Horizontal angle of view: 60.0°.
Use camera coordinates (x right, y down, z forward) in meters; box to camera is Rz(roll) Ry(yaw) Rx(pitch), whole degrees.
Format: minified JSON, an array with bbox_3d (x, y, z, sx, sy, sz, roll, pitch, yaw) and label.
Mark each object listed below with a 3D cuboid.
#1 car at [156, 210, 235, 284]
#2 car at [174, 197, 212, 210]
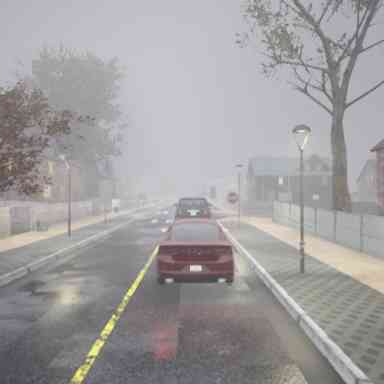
[{"bbox_3d":[0.079,1.515,9.737,1.882,1.535,5.008,0,0,0],"label":"car"},{"bbox_3d":[0.057,1.306,20.885,2.150,2.045,5.566,0,0,0],"label":"car"}]
